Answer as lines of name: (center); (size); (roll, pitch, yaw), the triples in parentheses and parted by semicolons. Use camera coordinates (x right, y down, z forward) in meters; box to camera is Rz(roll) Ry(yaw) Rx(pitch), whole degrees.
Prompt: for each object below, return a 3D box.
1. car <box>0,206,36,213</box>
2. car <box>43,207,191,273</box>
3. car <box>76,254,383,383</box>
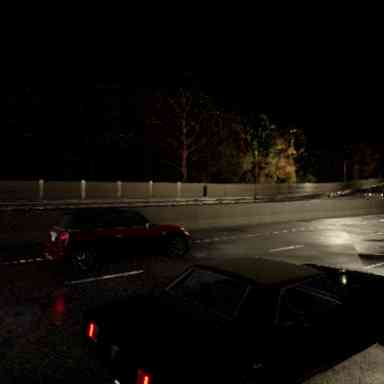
car: (-11.603, 1.584, 21.511); (4.718, 1.301, 1.895); (0, 0, -35)
car: (-2.228, 1.327, 10.756); (4.553, 1.767, 2.097); (0, 0, -36)
car: (1.122, 1.581, 4.548); (4.718, 1.301, 1.895); (0, 0, -36)
